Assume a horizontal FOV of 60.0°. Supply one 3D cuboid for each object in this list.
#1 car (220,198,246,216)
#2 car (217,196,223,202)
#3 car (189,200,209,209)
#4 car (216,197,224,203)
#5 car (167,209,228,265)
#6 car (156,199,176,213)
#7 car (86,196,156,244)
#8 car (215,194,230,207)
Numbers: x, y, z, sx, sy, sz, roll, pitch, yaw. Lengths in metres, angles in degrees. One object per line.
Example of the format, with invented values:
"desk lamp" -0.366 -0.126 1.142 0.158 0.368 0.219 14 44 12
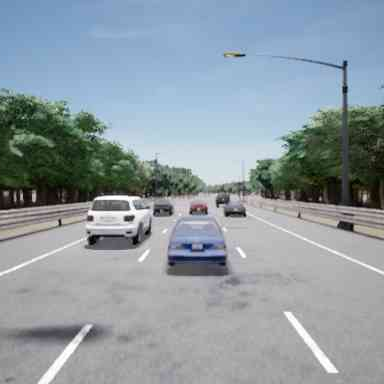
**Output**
"car" 4.107 1.597 32.518 1.994 1.385 4.181 0 0 2
"car" 7.803 1.850 92.178 1.837 1.490 4.892 0 0 5
"car" 0.740 1.560 35.182 1.812 1.442 4.674 0 0 2
"car" 6.611 1.827 78.370 1.994 1.385 4.181 0 0 5
"car" 0.179 1.544 11.625 2.033 1.411 5.357 0 0 1
"car" -2.803 1.534 33.998 1.837 1.490 4.892 0 0 2
"car" -3.263 1.218 15.807 2.150 2.045 5.566 0 0 1
"car" 4.911 1.336 52.656 2.150 2.045 5.566 0 0 3
